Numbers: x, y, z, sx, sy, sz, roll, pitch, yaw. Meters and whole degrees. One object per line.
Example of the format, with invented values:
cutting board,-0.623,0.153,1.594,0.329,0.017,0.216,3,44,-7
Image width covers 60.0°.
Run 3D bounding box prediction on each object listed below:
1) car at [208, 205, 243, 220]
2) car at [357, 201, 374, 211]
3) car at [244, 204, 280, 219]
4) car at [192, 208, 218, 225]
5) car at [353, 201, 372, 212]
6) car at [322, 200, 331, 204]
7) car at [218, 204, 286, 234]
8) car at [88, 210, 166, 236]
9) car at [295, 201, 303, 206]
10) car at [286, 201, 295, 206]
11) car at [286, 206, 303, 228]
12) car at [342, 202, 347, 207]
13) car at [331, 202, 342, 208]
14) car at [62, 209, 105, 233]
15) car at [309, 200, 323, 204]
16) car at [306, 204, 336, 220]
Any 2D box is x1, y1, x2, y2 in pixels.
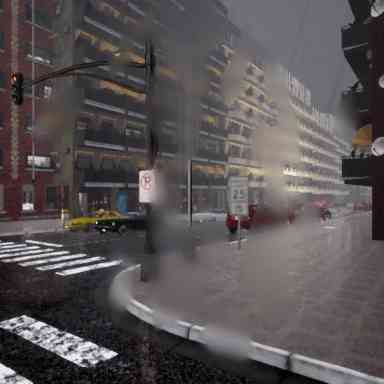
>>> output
car,3.699,2.164,35.995,1.887,1.381,4.507,-1,-2,35
car,33.306,2.621,63.742,2.192,1.841,5.009,-1,-2,35
car,7.954,2.171,37.513,2.128,1.511,4.902,0,-1,35
car,1.981,2.093,29.001,1.895,1.301,4.718,0,-1,35
car,30.057,2.522,59.101,2.192,1.841,5.009,-1,-2,35
car,26.433,2.640,68.479,2.192,1.841,5.009,-1,-2,35
car,4.074,1.711,21.986,2.192,1.841,5.009,-1,-2,35
car,-3.765,1.911,20.794,1.895,1.301,4.718,0,-1,35
car,16.689,2.340,54.560,2.192,1.841,5.009,-1,-2,35
car,13.344,2.446,49.775,1.752,1.417,4.829,-1,-2,35
car,7.324,2.043,26.619,1.887,1.381,4.507,-1,-2,35
car,39.428,3.282,87.033,1.947,1.339,4.313,-1,-2,35
car,32.931,3.067,77.753,1.887,1.381,4.507,-1,-2,35
car,-6.143,1.834,21.937,1.752,1.417,4.829,-1,-2,35
car,23.187,2.771,63.834,1.887,1.381,4.507,-1,-2,35
car,13.820,2.284,35.897,1.802,1.307,4.206,-1,-2,35
